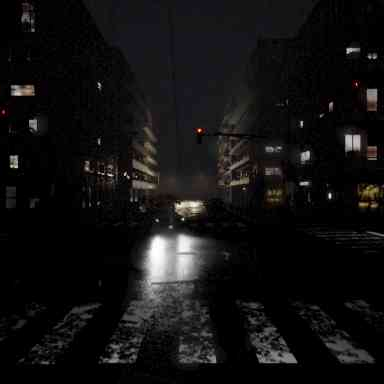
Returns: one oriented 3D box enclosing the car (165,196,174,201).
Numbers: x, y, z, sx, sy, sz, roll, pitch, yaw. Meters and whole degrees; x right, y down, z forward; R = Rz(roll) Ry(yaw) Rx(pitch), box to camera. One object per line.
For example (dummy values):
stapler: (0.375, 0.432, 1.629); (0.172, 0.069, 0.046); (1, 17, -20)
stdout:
car: (-5.612, 1.589, 83.380); (2.008, 1.369, 4.403); (0, 0, 0)

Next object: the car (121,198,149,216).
car: (-5.660, 1.572, 32.239); (1.947, 1.339, 4.313); (0, 0, 0)

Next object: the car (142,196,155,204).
car: (-5.655, 1.533, 37.752); (1.752, 1.417, 4.829); (0, 0, 0)

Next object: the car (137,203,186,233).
car: (-1.847, 1.602, 20.131); (1.895, 1.301, 4.718); (-1, 0, -18)

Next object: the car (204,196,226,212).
car: (2.726, 1.448, 37.916); (1.967, 1.590, 4.097); (0, 0, 0)

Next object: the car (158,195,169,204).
car: (-5.628, 1.464, 66.335); (1.967, 1.590, 4.097); (0, 0, 0)

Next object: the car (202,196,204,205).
car: (2.731, 1.451, 43.598); (1.967, 1.590, 4.097); (0, 0, 0)

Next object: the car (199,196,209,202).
car: (2.763, 1.584, 77.693); (2.008, 1.369, 4.403); (0, 0, 0)

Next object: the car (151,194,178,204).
car: (-3.061, 1.231, 38.137); (2.150, 2.045, 5.566); (0, 0, 0)

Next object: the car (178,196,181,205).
car: (-3.016, 1.368, 56.615); (2.097, 1.767, 4.553); (0, 0, 0)

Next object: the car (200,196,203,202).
car: (2.742, 1.598, 54.963); (1.802, 1.307, 4.206); (0, 0, 0)
